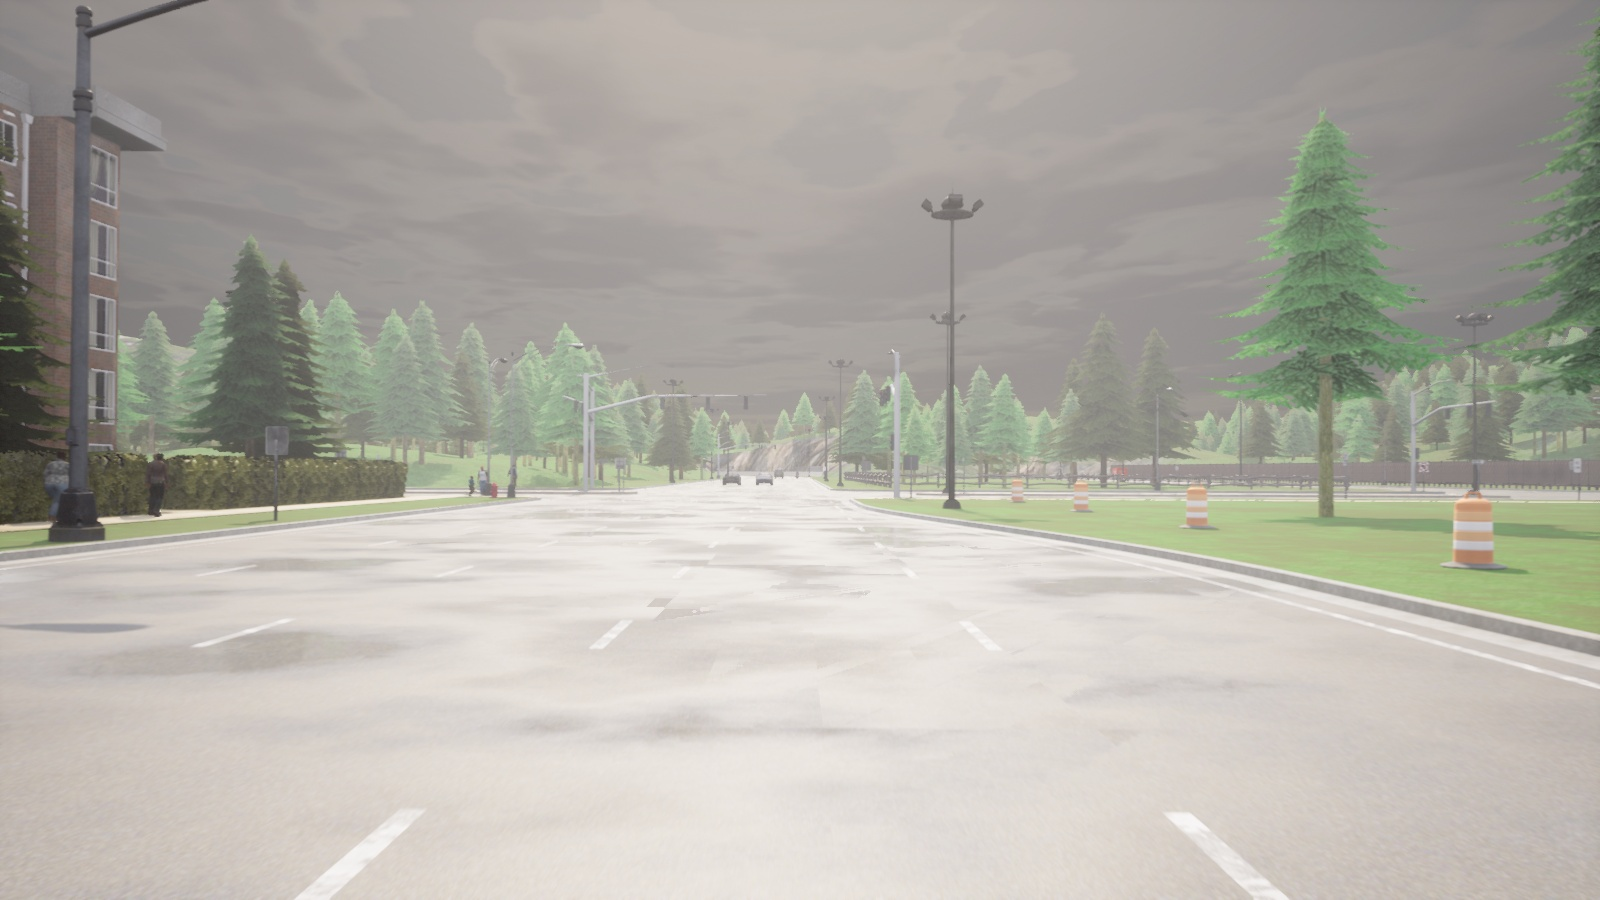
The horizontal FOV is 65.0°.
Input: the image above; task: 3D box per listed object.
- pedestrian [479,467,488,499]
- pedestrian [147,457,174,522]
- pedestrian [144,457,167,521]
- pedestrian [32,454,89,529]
[{"bbox_3d":[-17.994,1.871,71.420,0.354,1.836,0.706,0,-1,-3],"label":"pedestrian"},{"bbox_3d":[-18.084,1.110,35.508,0.328,1.805,0.869,0,-1,0],"label":"pedestrian"},{"bbox_3d":[-18.648,1.126,36.329,0.331,1.846,0.634,0,-1,0],"label":"pedestrian"},{"bbox_3d":[-18.643,1.048,31.674,0.874,1.855,0.900,0,-1,0],"label":"pedestrian"}]
